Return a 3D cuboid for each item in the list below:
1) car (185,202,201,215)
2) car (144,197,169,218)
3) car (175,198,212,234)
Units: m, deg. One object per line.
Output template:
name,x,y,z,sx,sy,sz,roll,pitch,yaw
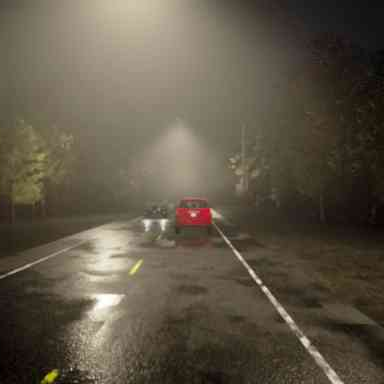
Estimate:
car,0.093,1.963,40.469,1.812,1.442,4.674,0,-1,0
car,-3.604,1.598,34.890,2.150,2.045,5.566,0,-1,0
car,0.091,1.437,20.848,2.150,2.045,5.566,0,-2,0
